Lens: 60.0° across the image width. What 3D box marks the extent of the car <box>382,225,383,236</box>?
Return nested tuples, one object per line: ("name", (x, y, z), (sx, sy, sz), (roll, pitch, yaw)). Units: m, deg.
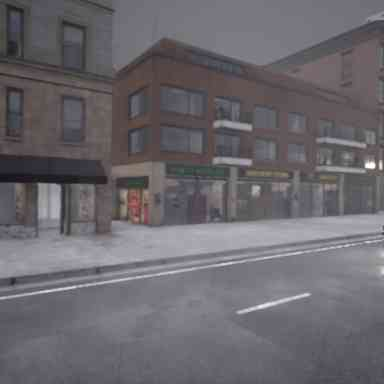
("car", (10.412, 1.615, 14.686), (4.718, 1.301, 1.895), (0, 0, -34))
